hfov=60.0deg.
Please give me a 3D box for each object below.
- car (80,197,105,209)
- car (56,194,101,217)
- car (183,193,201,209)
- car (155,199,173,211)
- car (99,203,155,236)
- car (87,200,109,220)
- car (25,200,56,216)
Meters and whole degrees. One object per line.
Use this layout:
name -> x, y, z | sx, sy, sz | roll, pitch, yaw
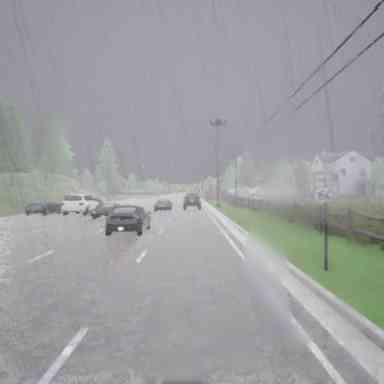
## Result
car -> -13.939, 1.445, 46.861 | 2.128, 1.511, 4.902 | 0, 0, 0
car -> -10.395, 1.191, 31.385 | 2.150, 2.045, 5.566 | 0, 0, 0
car -> 0.038, 1.178, 43.764 | 2.150, 2.045, 5.566 | 0, 0, 1
car -> -3.393, 1.522, 40.212 | 1.994, 1.385, 4.181 | 0, 0, 0
car -> -3.396, 1.487, 18.278 | 1.837, 1.490, 4.892 | 0, 0, 0
car -> -6.895, 1.572, 27.759 | 1.895, 1.301, 4.718 | 0, 0, 0
car -> -13.978, 1.460, 31.638 | 2.128, 1.511, 4.902 | 0, 0, 0
